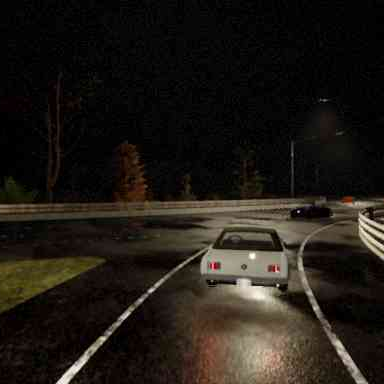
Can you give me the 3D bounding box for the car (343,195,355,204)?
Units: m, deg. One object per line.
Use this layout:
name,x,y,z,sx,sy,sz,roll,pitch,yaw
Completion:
car,31.885,1.387,67.648,2.097,1.767,4.553,0,0,26

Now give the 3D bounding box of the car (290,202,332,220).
car,10.211,1.576,28.420,4.181,1.385,1.994,0,0,-41

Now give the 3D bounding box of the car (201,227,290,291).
car,1.591,1.601,9.127,1.895,1.301,4.718,0,0,13
